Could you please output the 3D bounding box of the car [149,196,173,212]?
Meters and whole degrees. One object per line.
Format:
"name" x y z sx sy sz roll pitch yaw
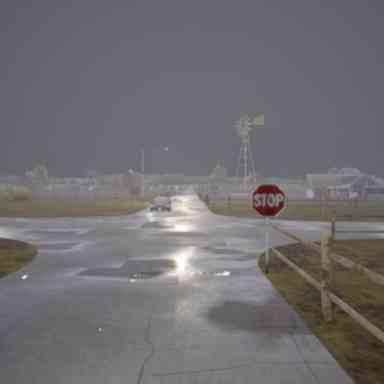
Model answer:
"car" -2.860 1.114 31.260 1.812 1.442 4.674 0 2 -1
